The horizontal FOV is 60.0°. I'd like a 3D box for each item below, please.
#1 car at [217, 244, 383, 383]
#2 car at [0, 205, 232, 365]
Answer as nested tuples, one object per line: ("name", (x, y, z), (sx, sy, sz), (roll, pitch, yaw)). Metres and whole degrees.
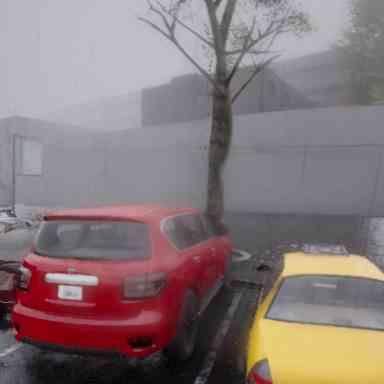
("car", (1.846, 1.491, 4.691), (1.946, 1.575, 5.366), (0, -1, 15))
("car", (-0.643, 1.252, 6.283), (2.435, 2.045, 5.566), (0, -1, 15))
